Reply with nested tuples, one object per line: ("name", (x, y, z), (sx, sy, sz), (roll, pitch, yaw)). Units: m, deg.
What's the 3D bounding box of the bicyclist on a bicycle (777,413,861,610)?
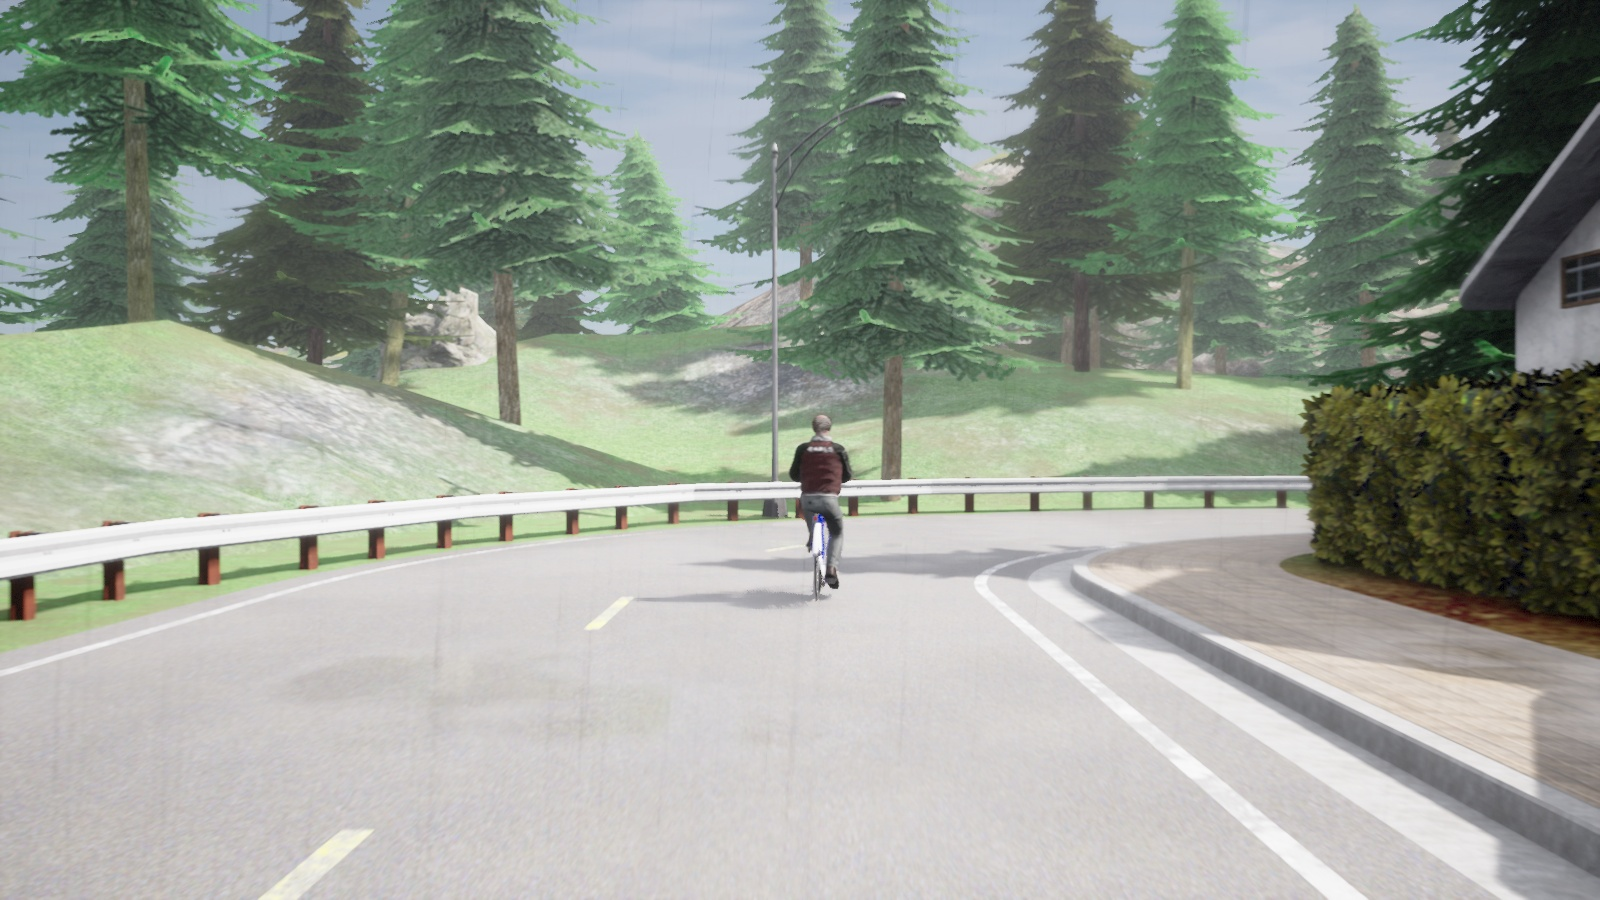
("bicyclist on a bicycle", (0.216, 0.545, 12.270), (0.659, 1.776, 1.843), (1, 1, 5))
